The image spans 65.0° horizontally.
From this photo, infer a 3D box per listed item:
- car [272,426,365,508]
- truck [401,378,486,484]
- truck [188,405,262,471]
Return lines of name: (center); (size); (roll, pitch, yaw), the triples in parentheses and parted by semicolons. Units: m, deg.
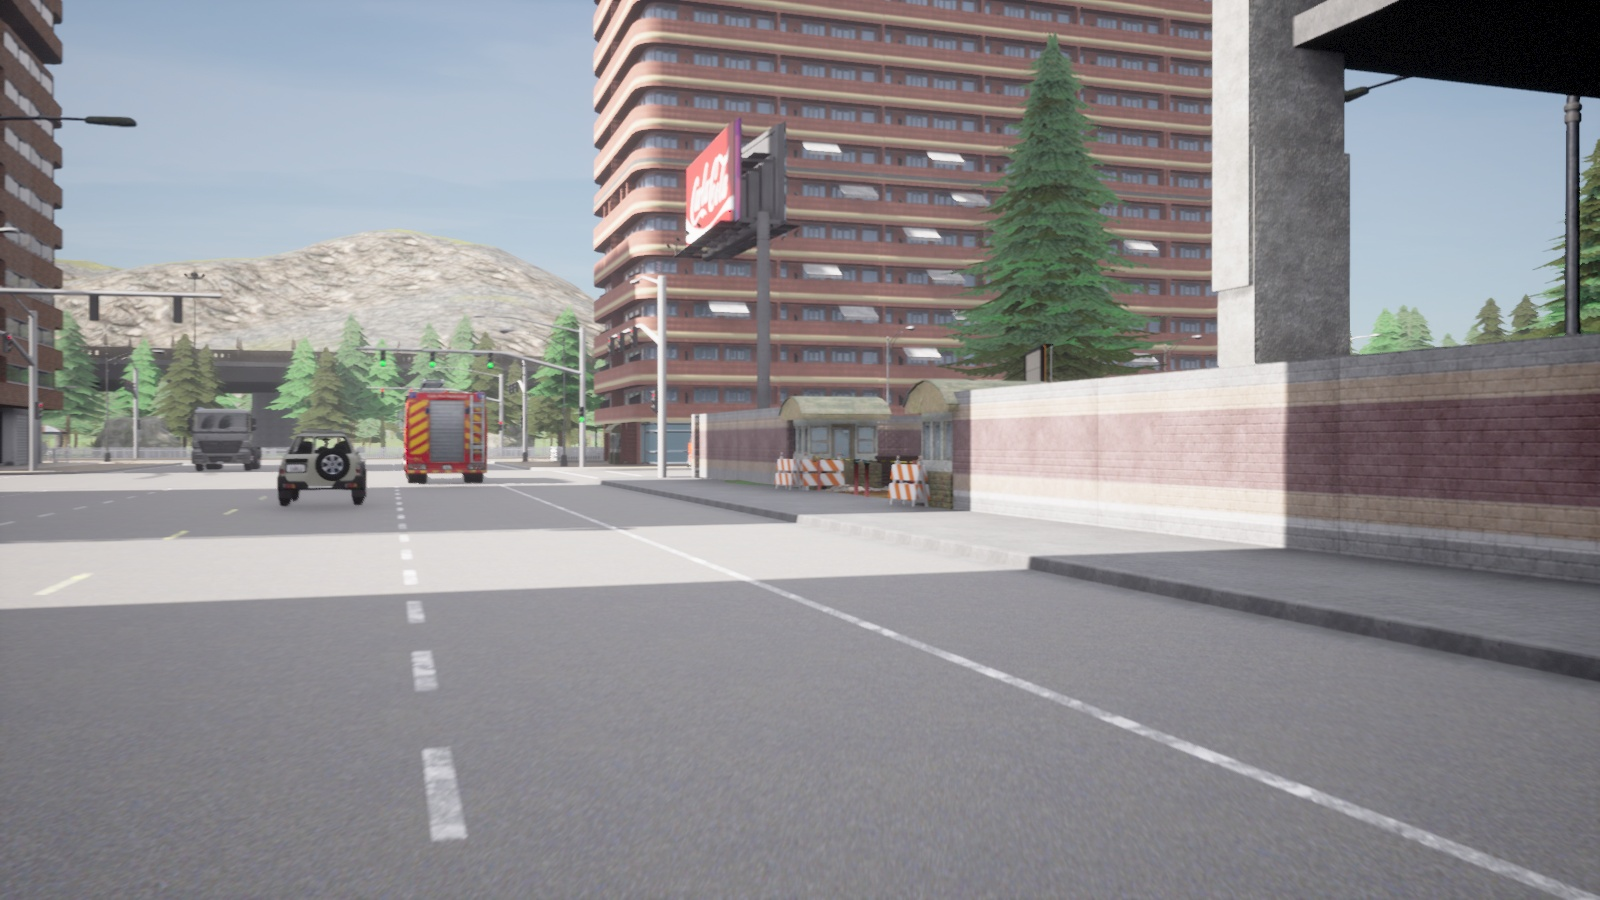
car: (-11.859, 0.374, 31.171); (1.932, 1.855, 4.605); (0, 0, -18)
truck: (-14.225, -0.714, 49.632); (2.891, 3.827, 8.468); (0, 0, -18)
truck: (-31.956, -0.664, 70.031); (2.891, 3.462, 7.936); (0, 0, -18)
